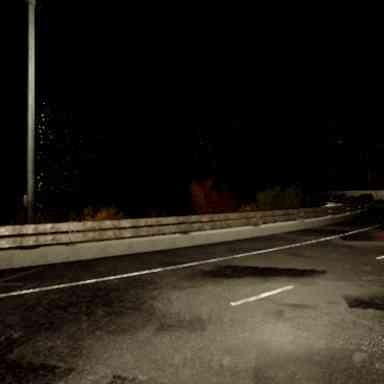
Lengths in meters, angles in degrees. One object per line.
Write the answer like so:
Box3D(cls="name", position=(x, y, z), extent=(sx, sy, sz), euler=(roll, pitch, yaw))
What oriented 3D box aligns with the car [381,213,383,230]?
Box3D(cls="car", position=(13.476, 1.593, 21.186), extent=(1.837, 1.490, 4.892), euler=(0, 0, 42))
